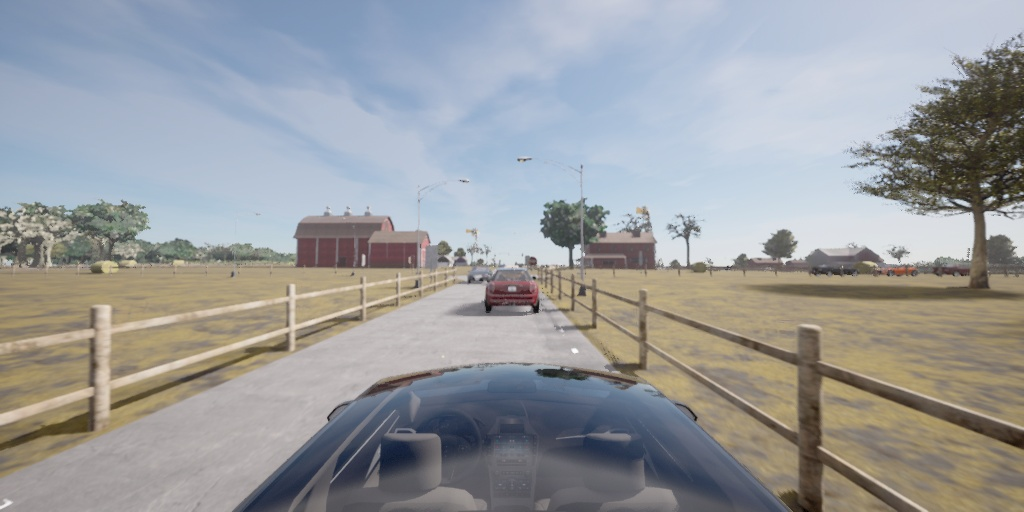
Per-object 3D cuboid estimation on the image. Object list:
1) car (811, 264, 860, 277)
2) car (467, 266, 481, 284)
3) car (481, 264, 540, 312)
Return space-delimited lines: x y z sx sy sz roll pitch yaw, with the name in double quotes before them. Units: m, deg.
"car" 39.088 1.767 43.449 5.008 1.535 1.882 0 -3 0
"car" -2.769 1.629 31.458 2.128 1.511 4.902 0 -1 0
"car" 0.021 1.266 15.353 2.097 1.767 4.553 0 -1 0
